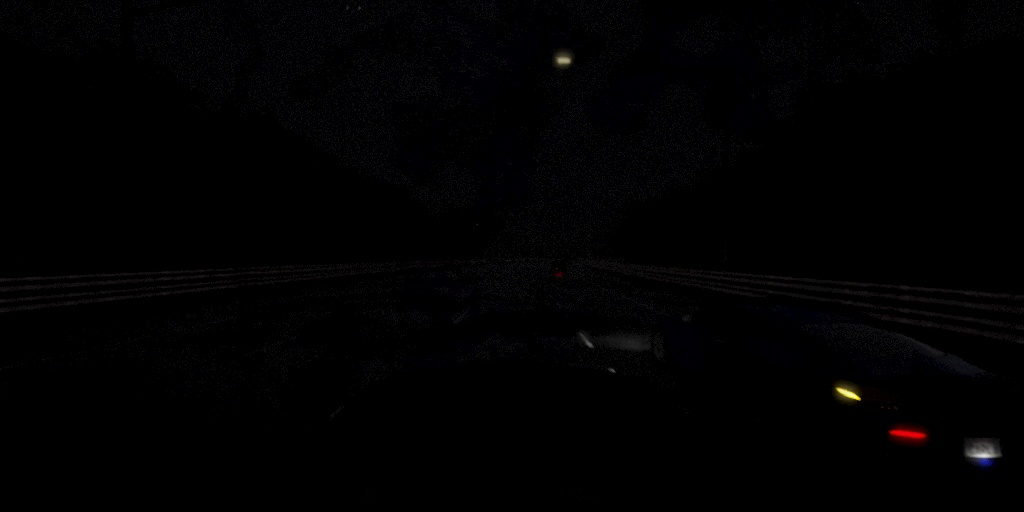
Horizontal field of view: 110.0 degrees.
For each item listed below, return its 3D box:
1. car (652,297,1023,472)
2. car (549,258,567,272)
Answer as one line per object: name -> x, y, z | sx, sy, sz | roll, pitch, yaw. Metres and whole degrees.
car -> 3.612, 1.301, 5.053 | 1.812, 1.442, 4.674 | 0, 0, 0
car -> 5.948, 1.304, 47.386 | 1.837, 1.490, 4.892 | 0, 0, 6
